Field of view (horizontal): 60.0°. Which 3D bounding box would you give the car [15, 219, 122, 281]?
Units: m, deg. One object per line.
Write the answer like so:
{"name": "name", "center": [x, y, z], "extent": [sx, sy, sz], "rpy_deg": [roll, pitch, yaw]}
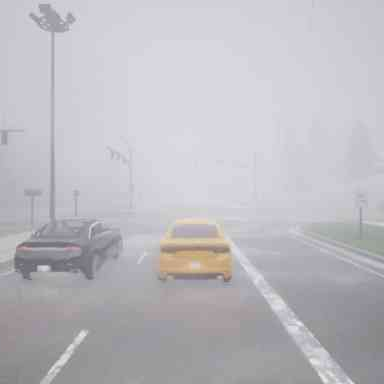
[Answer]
{"name": "car", "center": [-3.418, 1.559, 10.099], "extent": [2.128, 1.511, 4.902], "rpy_deg": [0, 0, 0]}

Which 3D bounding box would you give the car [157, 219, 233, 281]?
{"name": "car", "center": [0.079, 1.544, 10.123], "extent": [1.882, 1.535, 5.008], "rpy_deg": [0, 0, 0]}

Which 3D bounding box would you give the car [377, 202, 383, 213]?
{"name": "car", "center": [24.691, 1.474, 38.662], "extent": [5.566, 2.045, 2.150], "rpy_deg": [0, 0, -1]}
